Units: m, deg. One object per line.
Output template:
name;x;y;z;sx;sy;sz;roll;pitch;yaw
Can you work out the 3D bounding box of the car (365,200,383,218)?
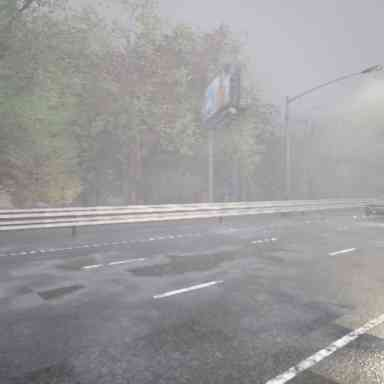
car;16.407;1.409;28.080;4.902;1.511;2.128;0;0;-40
